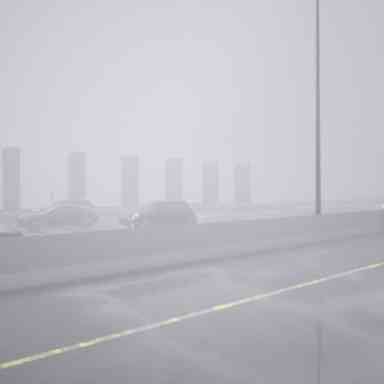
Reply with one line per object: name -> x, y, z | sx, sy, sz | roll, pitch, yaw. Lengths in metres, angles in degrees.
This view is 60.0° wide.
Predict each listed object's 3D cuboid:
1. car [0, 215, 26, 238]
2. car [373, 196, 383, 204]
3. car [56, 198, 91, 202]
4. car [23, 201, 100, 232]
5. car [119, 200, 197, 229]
car -> -8.322, 1.603, 10.949 | 4.718, 1.301, 1.895 | 0, 0, -35
car -> 30.447, 1.252, 52.554 | 4.181, 1.385, 1.994 | 0, 0, -36
car -> -8.981, 1.315, 23.384 | 4.553, 1.767, 2.097 | 0, 0, -36
car -> -7.880, 1.496, 19.866 | 4.674, 1.442, 1.812 | 0, 0, -36
car -> -2.009, 1.295, 19.769 | 4.553, 1.767, 2.097 | 0, 0, -36
